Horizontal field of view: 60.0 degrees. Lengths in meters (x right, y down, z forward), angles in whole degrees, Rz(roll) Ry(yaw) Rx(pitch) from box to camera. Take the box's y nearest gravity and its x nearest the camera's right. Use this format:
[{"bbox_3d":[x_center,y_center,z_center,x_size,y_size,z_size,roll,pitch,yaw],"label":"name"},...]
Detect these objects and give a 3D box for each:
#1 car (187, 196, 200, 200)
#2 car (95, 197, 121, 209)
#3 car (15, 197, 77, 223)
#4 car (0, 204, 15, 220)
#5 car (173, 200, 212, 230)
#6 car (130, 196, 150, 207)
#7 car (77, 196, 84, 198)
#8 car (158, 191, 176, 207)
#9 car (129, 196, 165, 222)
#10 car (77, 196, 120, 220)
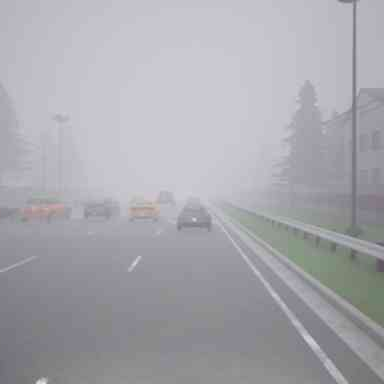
[{"bbox_3d":[0.153,1.240,41.184,2.033,1.411,5.357,0,0,0],"label":"car"},{"bbox_3d":[-10.373,1.289,41.404,1.895,1.301,4.718,0,0,0],"label":"car"},{"bbox_3d":[-10.369,1.169,24.003,2.097,1.767,4.553,0,0,0],"label":"car"},{"bbox_3d":[-13.871,1.425,22.963,1.895,1.301,4.718,0,0,0],"label":"car"},{"bbox_3d":[0.125,1.416,19.824,1.994,1.385,4.181,0,1,0],"label":"car"},{"bbox_3d":[-6.858,1.232,44.247,1.994,1.385,4.181,0,0,0],"label":"car"},{"bbox_3d":[-13.863,1.201,43.024,1.812,1.442,4.674,0,0,0],"label":"car"},{"bbox_3d":[-3.357,0.892,43.878,2.150,2.045,5.566,0,0,0],"label":"car"},{"bbox_3d":[-3.368,1.291,24.756,1.882,1.535,5.008,0,1,0],"label":"car"},{"bbox_3d":[-6.867,1.296,25.685,2.128,1.511,4.902,0,0,0],"label":"car"}]
